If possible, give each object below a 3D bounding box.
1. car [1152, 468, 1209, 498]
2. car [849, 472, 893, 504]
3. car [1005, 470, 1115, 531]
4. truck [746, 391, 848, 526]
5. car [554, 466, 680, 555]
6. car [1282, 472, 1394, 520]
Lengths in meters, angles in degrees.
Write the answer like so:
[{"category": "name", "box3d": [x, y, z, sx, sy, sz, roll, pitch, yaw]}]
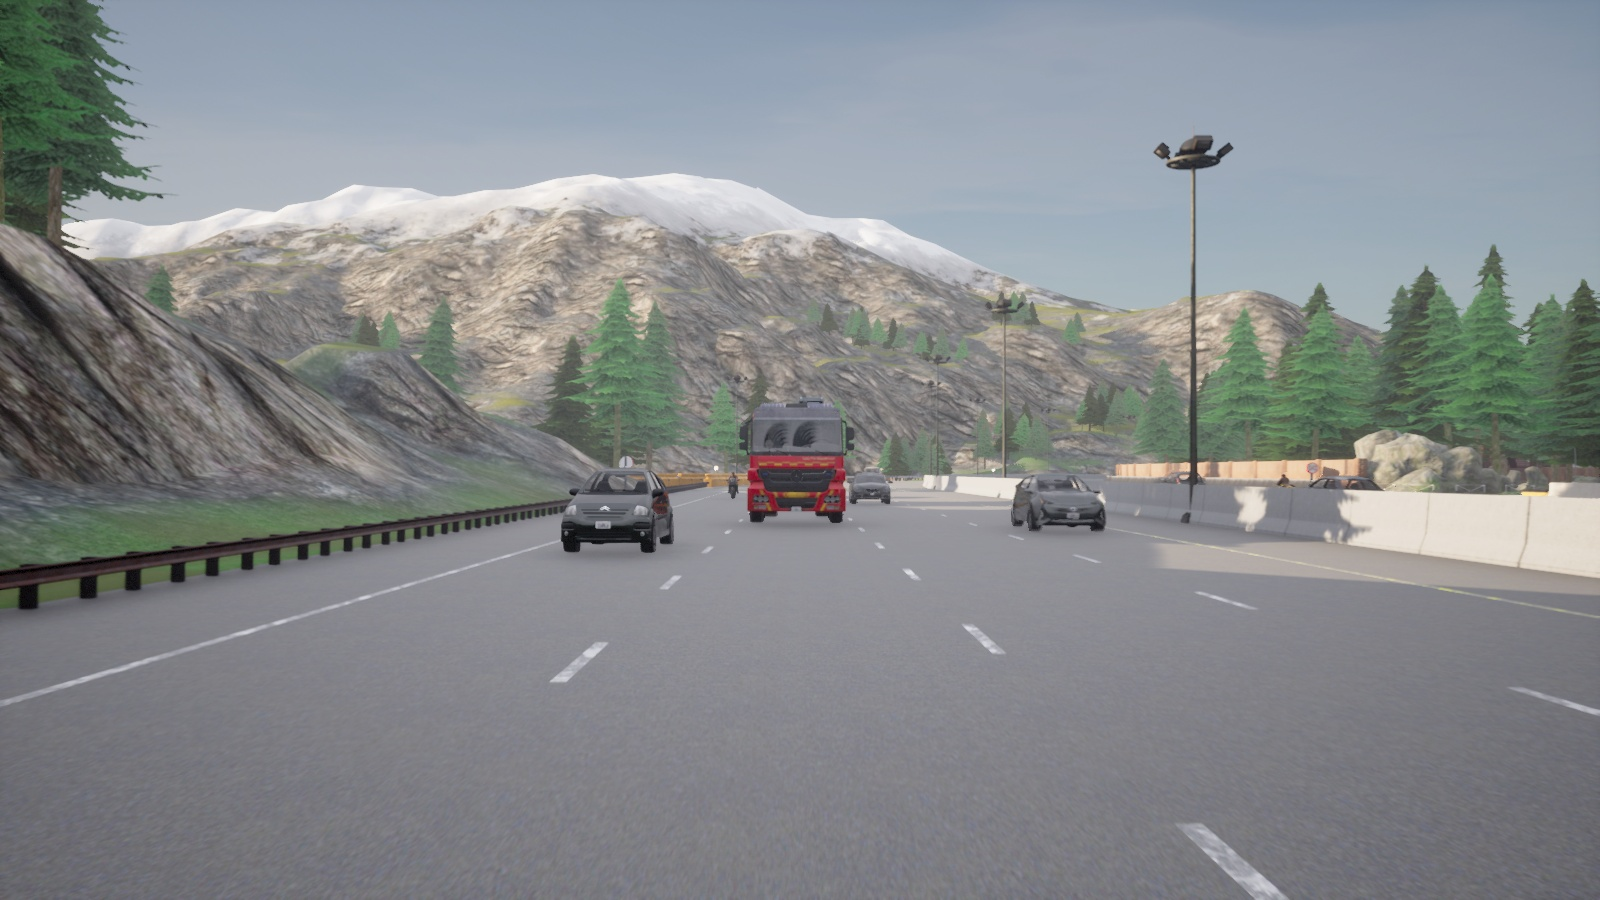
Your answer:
[{"category": "car", "box3d": [20.832, 1.785, 68.909, 1.851, 1.617, 3.988, 0, -1, 0]}, {"category": "car", "box3d": [3.354, 1.818, 60.287, 1.837, 1.490, 4.892, 0, -1, 0]}, {"category": "car", "box3d": [6.917, 1.302, 33.880, 2.007, 1.525, 4.514, 0, -1, 0]}, {"category": "truck", "box3d": [-0.101, 0.320, 39.957, 2.891, 3.827, 8.468, 0, -1, 0]}, {"category": "car", "box3d": [-3.553, 1.146, 25.015, 1.851, 1.617, 3.988, 0, -1, 1]}, {"category": "car", "box3d": [17.401, 1.443, 40.809, 1.816, 1.474, 4.193, 0, -1, 0]}]
